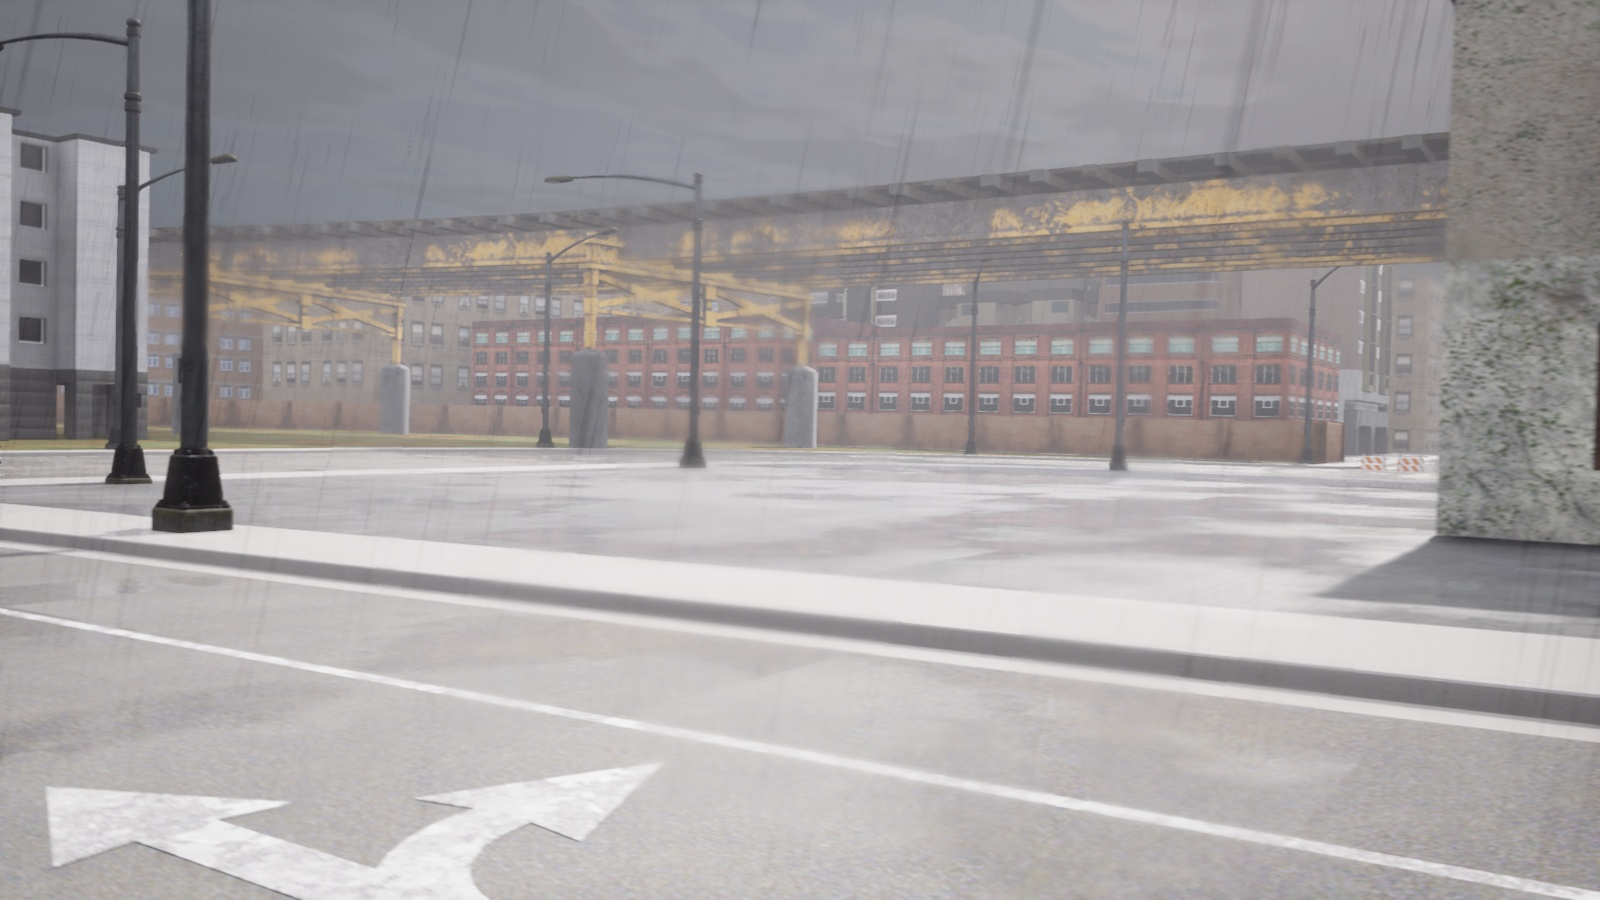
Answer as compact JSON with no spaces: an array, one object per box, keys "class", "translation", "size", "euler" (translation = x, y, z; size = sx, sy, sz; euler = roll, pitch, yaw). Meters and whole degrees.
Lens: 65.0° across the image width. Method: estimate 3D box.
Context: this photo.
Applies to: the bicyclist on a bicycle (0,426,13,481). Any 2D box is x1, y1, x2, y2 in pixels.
[{"class":"bicyclist on a bicycle","translation":[-24.144,0.117,36.881],"size":[0.582,1.620,1.656],"euler":[1,2,32]}]
